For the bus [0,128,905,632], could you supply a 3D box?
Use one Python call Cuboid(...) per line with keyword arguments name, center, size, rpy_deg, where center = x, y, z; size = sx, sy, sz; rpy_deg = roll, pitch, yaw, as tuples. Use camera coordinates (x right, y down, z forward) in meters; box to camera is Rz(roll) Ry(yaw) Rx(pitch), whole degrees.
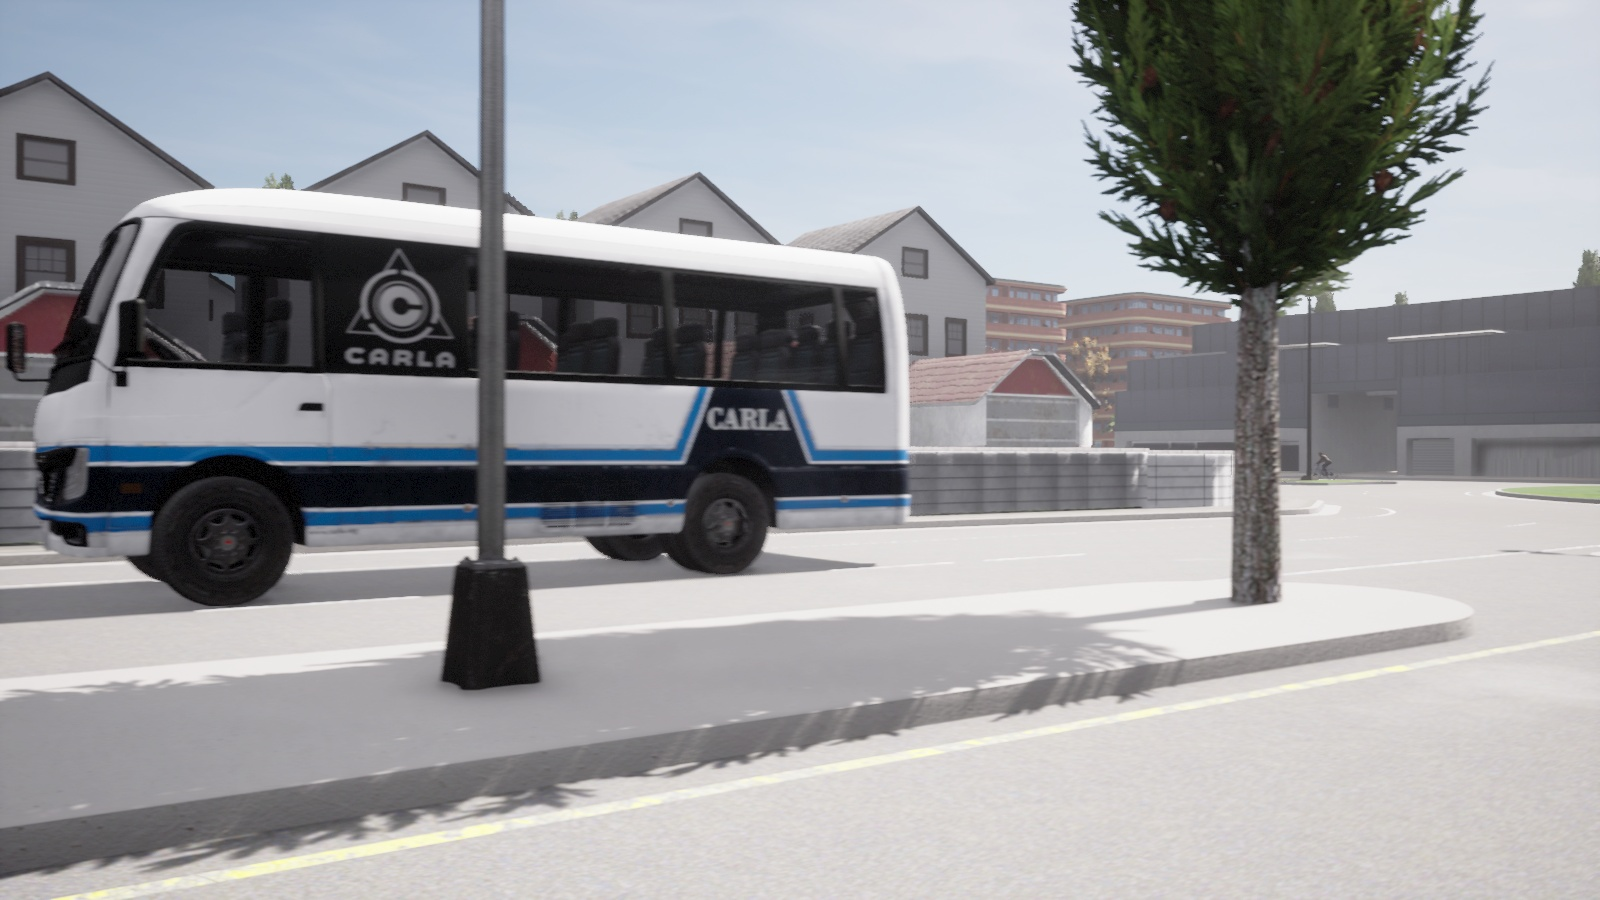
Cuboid(name="bus", center=(-3.993, -0.587, 14.899), size=(10.273, 4.253, 3.944), rpy_deg=(0, 0, -35))
